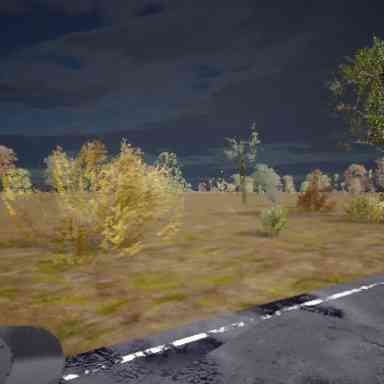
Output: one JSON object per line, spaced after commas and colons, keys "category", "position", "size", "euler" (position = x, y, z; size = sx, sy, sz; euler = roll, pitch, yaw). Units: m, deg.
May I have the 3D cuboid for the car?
{"category": "car", "position": [-2.960, 1.499, 1.183], "size": [4.892, 1.490, 1.837], "euler": [0, 0, -35]}
